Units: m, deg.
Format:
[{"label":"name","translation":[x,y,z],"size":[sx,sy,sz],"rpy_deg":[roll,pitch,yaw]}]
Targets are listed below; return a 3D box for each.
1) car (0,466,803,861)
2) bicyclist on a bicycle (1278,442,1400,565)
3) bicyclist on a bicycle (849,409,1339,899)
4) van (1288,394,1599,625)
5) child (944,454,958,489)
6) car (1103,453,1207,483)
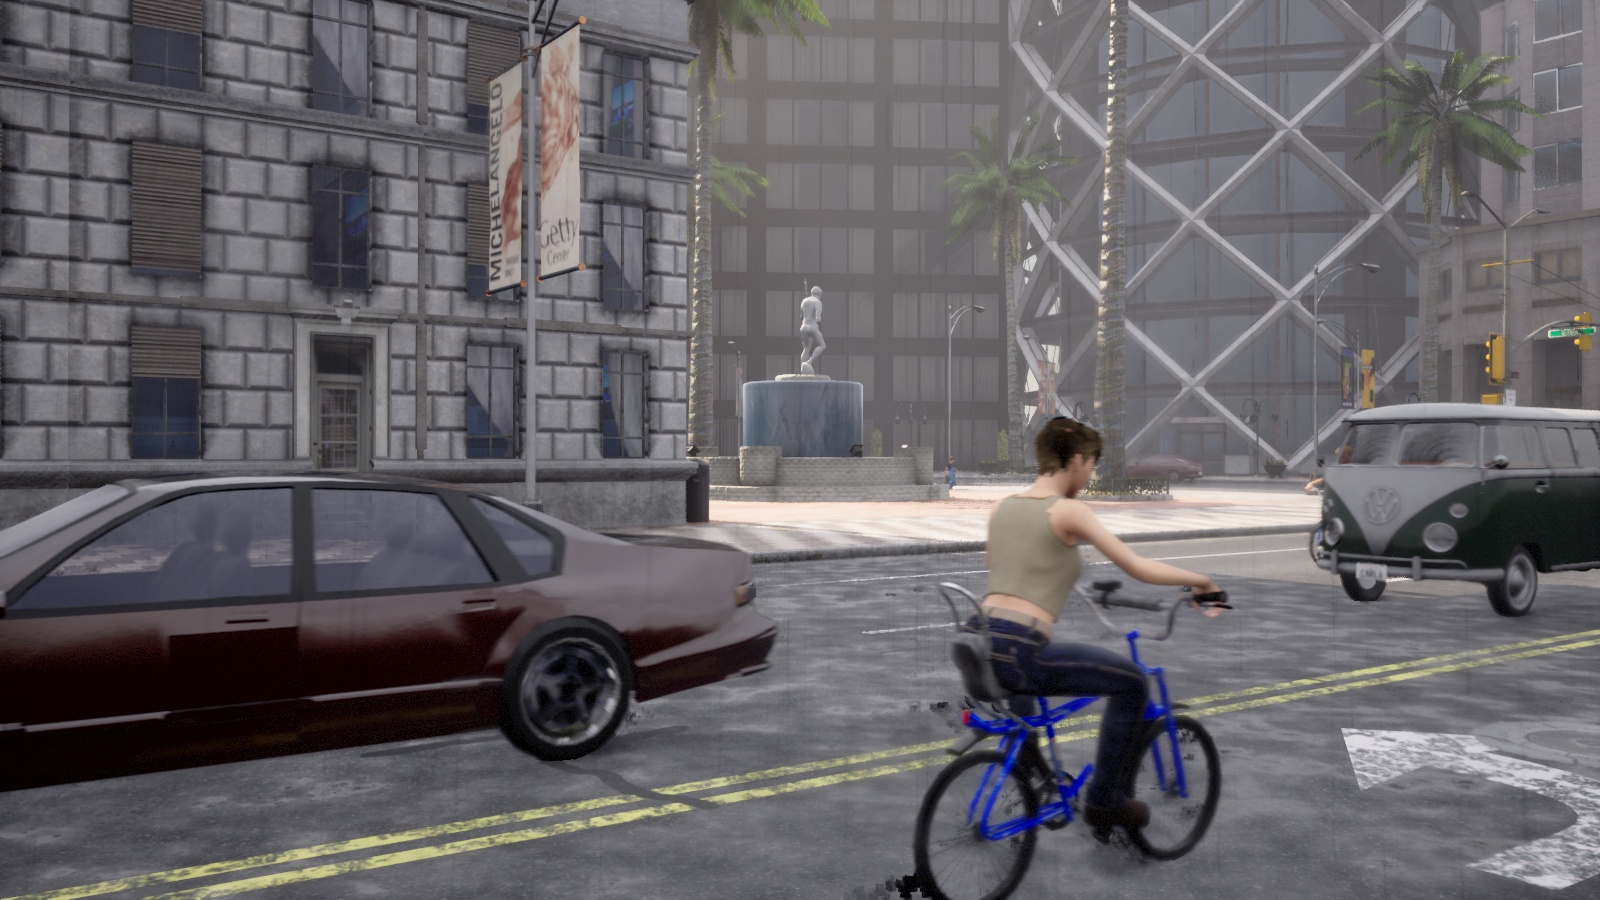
[{"label":"car","translation":[-2.767,0.813,5.995],"size":[5.357,1.411,2.033],"rpy_deg":[0,0,-35]},{"label":"bicyclist on a bicycle","translation":[7.405,0.708,17.246],"size":[1.509,1.612,0.866],"rpy_deg":[0,0,-34]},{"label":"bicyclist on a bicycle","translation":[1.034,0.690,4.358],"size":[1.509,1.612,0.866],"rpy_deg":[0,0,-35]},{"label":"van","translation":[7.099,0.514,12.795],"size":[4.442,1.987,1.775],"rpy_deg":[0,0,-35]},{"label":"child","translation":[5.560,0.782,46.256],"size":[0.270,1.263,0.437],"rpy_deg":[0,0,-43]},{"label":"car","translation":[17.656,0.885,62.595],"size":[4.674,1.442,1.812],"rpy_deg":[0,0,38]}]
